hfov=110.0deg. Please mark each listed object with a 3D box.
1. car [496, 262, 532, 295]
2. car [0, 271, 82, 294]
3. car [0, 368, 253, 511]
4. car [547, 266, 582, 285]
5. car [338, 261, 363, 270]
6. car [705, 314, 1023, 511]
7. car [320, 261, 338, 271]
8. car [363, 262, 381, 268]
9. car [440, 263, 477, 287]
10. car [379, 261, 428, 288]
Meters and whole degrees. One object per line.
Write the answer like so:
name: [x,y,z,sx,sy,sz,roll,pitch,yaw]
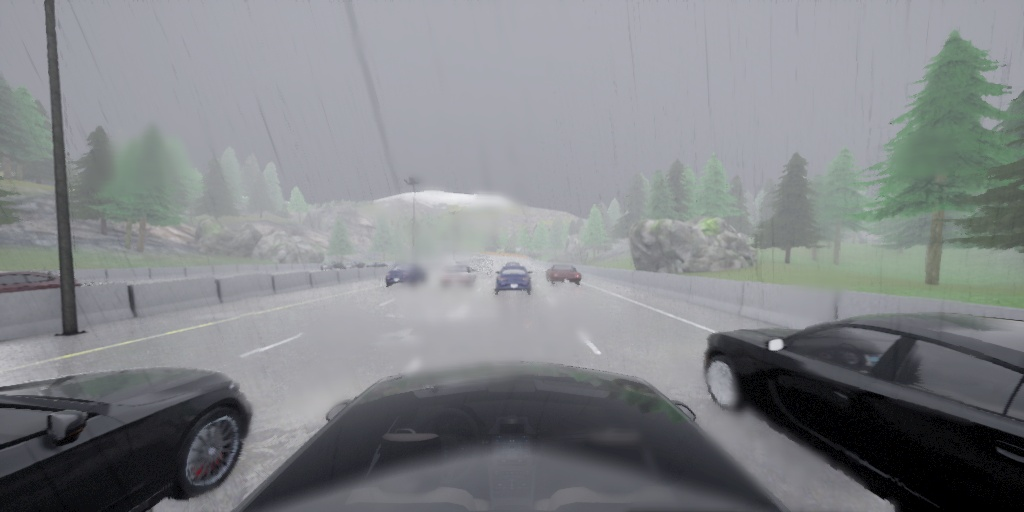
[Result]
car: [0.095,1.246,19.289,1.812,1.442,4.674,0,0,0]
car: [-17.602,1.245,12.059,1.812,1.442,4.674,0,0,0]
car: [-3.400,1.277,1.478,1.812,1.442,4.674,0,0,0]
car: [3.593,1.340,25.531,1.895,1.301,4.718,0,0,0]
car: [-24.516,1.526,56.016,2.128,1.511,4.902,0,-1,0]
car: [3.600,1.221,2.974,1.882,1.535,5.008,0,0,0]
car: [-28.016,1.516,56.016,2.128,1.511,4.902,0,-1,0]
car: [-21.016,1.625,55.989,1.895,1.301,4.718,0,-1,0]
car: [-3.407,1.334,23.933,1.895,1.301,4.718,0,0,0]
car: [-6.901,1.259,23.779,1.812,1.442,4.674,0,0,0]
